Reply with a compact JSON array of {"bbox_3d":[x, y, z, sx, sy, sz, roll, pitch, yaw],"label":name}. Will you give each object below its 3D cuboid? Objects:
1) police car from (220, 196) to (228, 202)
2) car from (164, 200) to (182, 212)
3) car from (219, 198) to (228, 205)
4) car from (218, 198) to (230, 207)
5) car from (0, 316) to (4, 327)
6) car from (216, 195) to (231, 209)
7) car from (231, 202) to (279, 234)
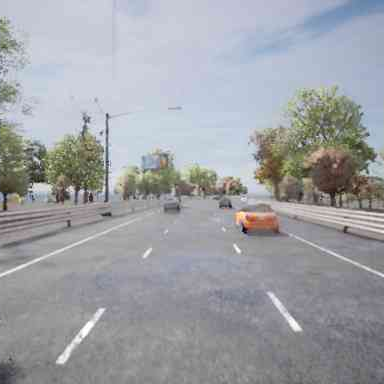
[{"bbox_3d":[9.116,1.994,94.410,1.930,1.638,5.238,0,0,7],"label":"police car"},{"bbox_3d":[-2.365,1.697,41.621,2.128,1.511,4.902,0,0,3],"label":"car"},{"bbox_3d":[6.798,2.018,72.697,1.895,1.301,4.718,0,0,5],"label":"car"},{"bbox_3d":[5.869,1.895,61.830,2.033,1.411,5.357,0,0,4],"label":"car"},{"bbox_3d":[-3.429,1.601,2.267,1.895,1.301,4.718,0,0,0],"label":"car"},{"bbox_3d":[5.094,1.712,50.981,2.033,1.649,4.856,0,0,4],"label":"car"},{"bbox_3d":[3.850,1.463,20.357,2.097,1.767,4.553,0,0,1],"label":"car"}]
